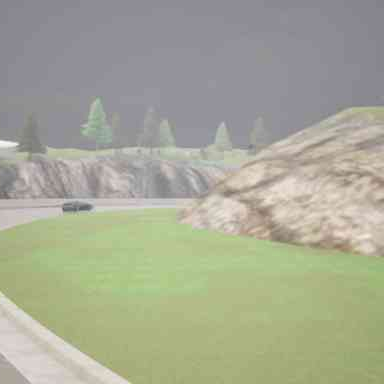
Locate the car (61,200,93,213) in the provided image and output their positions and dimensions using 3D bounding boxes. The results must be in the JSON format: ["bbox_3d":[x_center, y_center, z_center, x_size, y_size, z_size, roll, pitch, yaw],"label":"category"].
[{"bbox_3d":[-13.985,1.753,40.812,2.128,1.511,4.902,0,0,13],"label":"car"}]
